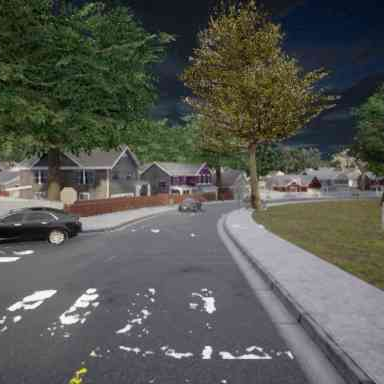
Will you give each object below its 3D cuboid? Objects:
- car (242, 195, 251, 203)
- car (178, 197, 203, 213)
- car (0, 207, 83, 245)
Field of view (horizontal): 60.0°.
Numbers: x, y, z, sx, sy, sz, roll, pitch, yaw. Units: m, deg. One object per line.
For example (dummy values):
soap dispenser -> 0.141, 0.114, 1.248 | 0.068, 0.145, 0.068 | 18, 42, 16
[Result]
car -> 10.719, 1.277, 60.774 | 1.812, 1.442, 4.674 | 2, 1, 32
car -> -0.094, 1.379, 35.755 | 1.837, 1.490, 4.892 | 1, 1, 15
car -> -7.192, 1.447, 14.095 | 4.892, 1.490, 1.837 | -1, 5, -19
